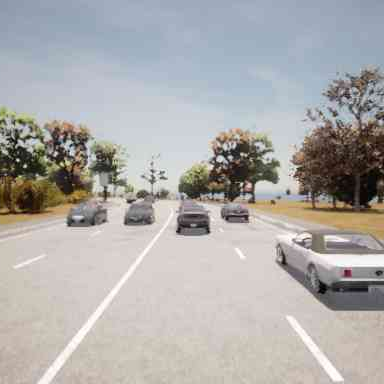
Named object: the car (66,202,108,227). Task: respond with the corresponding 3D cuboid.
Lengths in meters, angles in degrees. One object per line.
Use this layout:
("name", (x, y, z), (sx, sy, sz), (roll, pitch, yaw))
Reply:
("car", (-7.178, 1.495, 23.200), (2.128, 1.511, 4.902), (0, 0, -1))

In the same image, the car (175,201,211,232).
("car", (0.074, 1.509, 19.933), (1.837, 1.490, 4.892), (0, 0, 0))

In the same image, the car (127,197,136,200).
("car", (-11.592, 1.598, 64.290), (1.895, 1.301, 4.718), (0, 0, -14))

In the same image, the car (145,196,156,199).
("car", (-8.284, 1.503, 65.418), (1.837, 1.490, 4.892), (0, 0, -14))

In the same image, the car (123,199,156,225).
("car", (-3.687, 1.509, 23.956), (1.837, 1.490, 4.892), (0, 0, -1))

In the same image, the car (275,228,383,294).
("car", (3.602, 1.603, 8.715), (1.895, 1.301, 4.718), (0, 0, 0))

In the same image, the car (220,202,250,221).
("car", (3.467, 1.553, 27.578), (2.033, 1.411, 5.357), (0, 0, -1))
